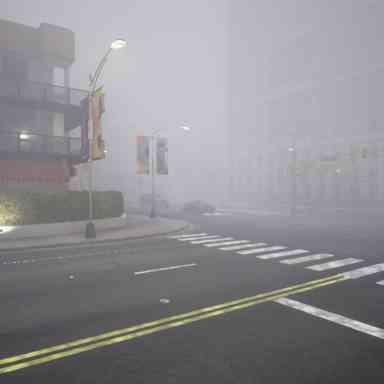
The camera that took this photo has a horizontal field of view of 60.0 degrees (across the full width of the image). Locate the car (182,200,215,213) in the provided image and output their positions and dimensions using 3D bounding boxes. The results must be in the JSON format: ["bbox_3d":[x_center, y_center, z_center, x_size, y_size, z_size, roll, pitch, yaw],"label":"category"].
[{"bbox_3d":[0.701,1.564,36.686,1.994,1.385,4.181,0,0,-35],"label":"car"}]

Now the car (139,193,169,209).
[{"bbox_3d":[-5.237,1.221,45.321,2.150,2.045,5.566,0,0,-35],"label":"car"}]
